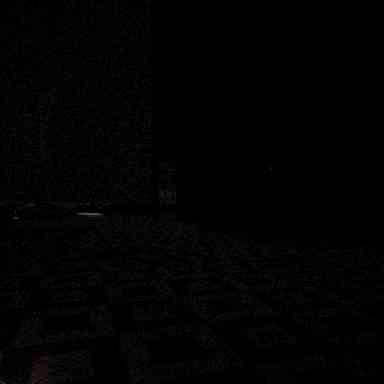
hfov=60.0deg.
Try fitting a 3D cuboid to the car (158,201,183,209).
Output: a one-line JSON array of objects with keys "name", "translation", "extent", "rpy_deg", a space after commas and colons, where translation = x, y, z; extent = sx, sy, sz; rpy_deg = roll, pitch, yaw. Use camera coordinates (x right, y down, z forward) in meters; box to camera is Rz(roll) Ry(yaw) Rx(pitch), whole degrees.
[{"name": "car", "translation": [-3.710, 2.305, 58.716], "extent": [2.008, 1.369, 4.403], "rpy_deg": [-1, -2, 35]}]

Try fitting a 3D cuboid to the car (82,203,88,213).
[{"name": "car", "translation": [-13.540, 2.016, 44.933], "extent": [1.887, 1.381, 4.507], "rpy_deg": [-1, -2, 35]}]

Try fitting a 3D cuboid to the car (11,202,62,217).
[{"name": "car", "translation": [-16.679, 1.852, 35.927], "extent": [1.812, 1.442, 4.674], "rpy_deg": [0, -1, 36]}]

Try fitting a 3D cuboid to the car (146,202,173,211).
[{"name": "car", "translation": [-5.034, 2.217, 52.175], "extent": [1.994, 1.385, 4.181], "rpy_deg": [0, -1, 37]}]

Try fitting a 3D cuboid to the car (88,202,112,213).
[{"name": "car", "translation": [-10.893, 2.011, 44.023], "extent": [1.812, 1.442, 4.674], "rpy_deg": [0, -1, 35]}]

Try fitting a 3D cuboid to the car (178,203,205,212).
[{"name": "car", "translation": [-0.046, 2.245, 49.171], "extent": [1.802, 1.307, 4.206], "rpy_deg": [-1, -2, 36]}]

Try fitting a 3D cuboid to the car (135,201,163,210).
[{"name": "car", "translation": [-6.987, 2.209, 54.122], "extent": [2.008, 1.369, 4.403], "rpy_deg": [-1, -2, 35]}]

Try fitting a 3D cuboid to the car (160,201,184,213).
[{"name": "car", "translation": [-3.327, 2.113, 44.572], "extent": [1.887, 1.381, 4.507], "rpy_deg": [-1, -2, 35]}]

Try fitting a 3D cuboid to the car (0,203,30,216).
[{"name": "car", "translation": [-20.093, 1.841, 35.743], "extent": [2.008, 1.369, 4.403], "rpy_deg": [-1, -1, 35]}]

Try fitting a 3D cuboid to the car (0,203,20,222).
[{"name": "car", "translation": [-16.434, 1.774, 26.193], "extent": [1.947, 1.339, 4.313], "rpy_deg": [-1, -2, 35]}]

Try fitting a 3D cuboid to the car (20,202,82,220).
[{"name": "car", "translation": [-13.059, 1.824, 30.926], "extent": [1.752, 1.417, 4.829], "rpy_deg": [-1, -2, 35]}]

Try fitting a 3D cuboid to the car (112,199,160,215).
[{"name": "car", "translation": [-6.605, 1.791, 39.983], "extent": [2.192, 1.841, 5.009], "rpy_deg": [-1, -2, 35]}]
